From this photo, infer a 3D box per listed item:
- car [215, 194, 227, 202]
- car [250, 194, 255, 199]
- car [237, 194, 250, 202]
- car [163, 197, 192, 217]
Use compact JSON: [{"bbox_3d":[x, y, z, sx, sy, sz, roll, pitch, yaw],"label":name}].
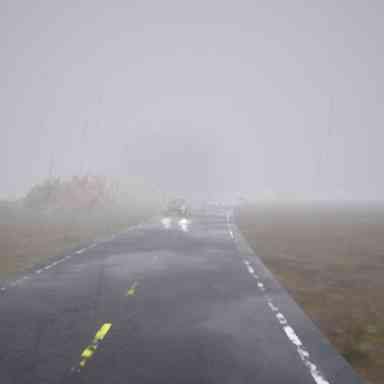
[{"bbox_3d":[6.292,1.275,71.440,2.097,1.767,4.553,0,0,14],"label":"car"},{"bbox_3d":[15.373,1.206,91.591,1.837,1.490,4.892,0,0,19],"label":"car"},{"bbox_3d":[11.292,1.399,74.481,1.882,1.535,5.008,0,0,15],"label":"car"},{"bbox_3d":[-1.278,1.326,30.655,2.097,1.767,4.553,0,0,7],"label":"car"}]
